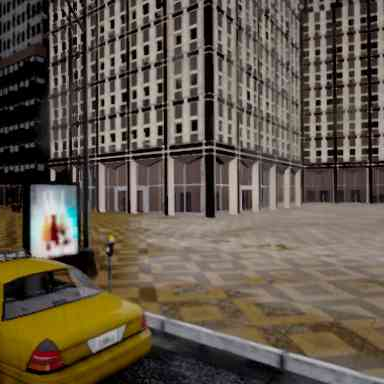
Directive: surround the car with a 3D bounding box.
[{"bbox_3d":[-2.782,1.531,4.868,4.829,1.417,1.752,0,-1,36],"label":"car"}]
